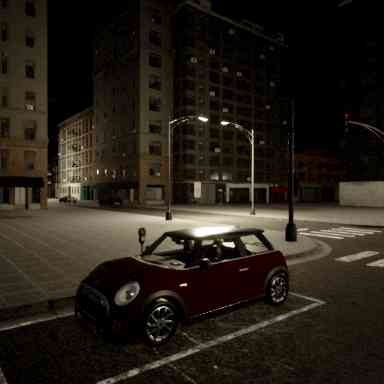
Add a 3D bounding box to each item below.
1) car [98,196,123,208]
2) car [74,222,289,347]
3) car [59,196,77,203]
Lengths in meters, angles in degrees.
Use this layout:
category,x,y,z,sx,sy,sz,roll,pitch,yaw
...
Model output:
category,x,y,z,sx,sy,sz,roll,pitch,yaw
car,-11.056,1.262,45.034,2.128,1.511,4.902,0,0,-38
car,-0.043,1.440,6.273,4.097,1.590,1.967,0,0,-38
car,-22.162,1.274,59.253,1.895,1.301,4.718,0,0,-39
